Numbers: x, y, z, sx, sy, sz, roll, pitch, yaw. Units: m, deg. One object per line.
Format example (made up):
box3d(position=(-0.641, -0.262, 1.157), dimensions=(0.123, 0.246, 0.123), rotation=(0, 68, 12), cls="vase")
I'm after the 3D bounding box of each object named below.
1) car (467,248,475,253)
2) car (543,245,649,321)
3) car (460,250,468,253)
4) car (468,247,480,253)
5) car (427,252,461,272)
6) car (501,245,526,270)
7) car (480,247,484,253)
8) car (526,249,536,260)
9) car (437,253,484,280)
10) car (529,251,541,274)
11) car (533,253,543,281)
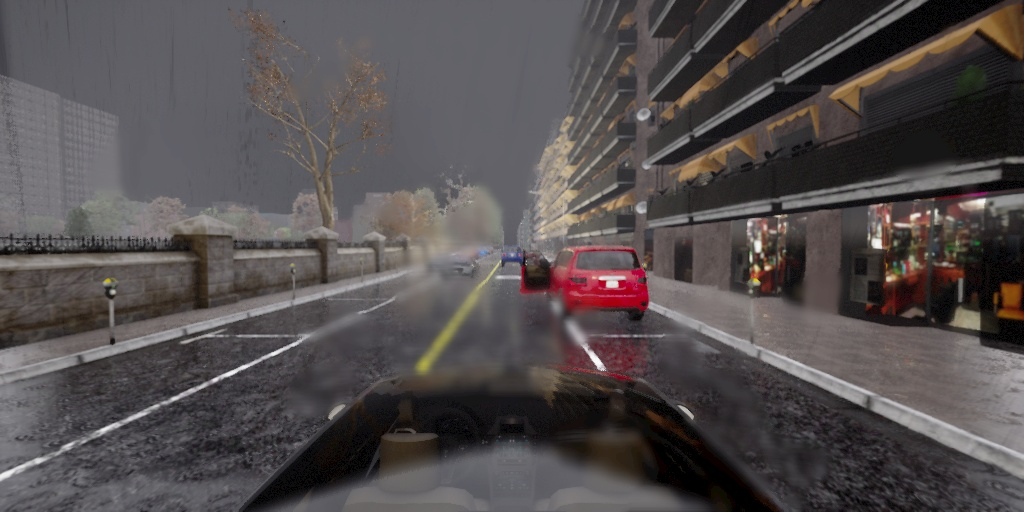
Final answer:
box3d(position=(-5.687, 0.150, 40.573), dimensions=(1.888, 1.381, 4.507), rotation=(0, 0, 0), cls="car")
box3d(position=(2.395, 0.689, 11.253), dimensions=(2.150, 2.045, 5.566), rotation=(0, 2, 0), cls="car")
box3d(position=(-5.688, 0.351, 34.947), dimensions=(1.802, 1.307, 4.207), rotation=(0, 0, 0), cls="car")
box3d(position=(-5.686, -0.114, 46.198), dimensions=(1.967, 1.591, 4.097), rotation=(0, 0, 0), cls="car")
box3d(position=(-5.687, 0.501, 29.319), dimensions=(1.948, 1.339, 4.313), rotation=(0, 0, 0), cls="car")
box3d(position=(0.054, -0.052, 36.412), dimensions=(2.150, 2.045, 5.566), rotation=(0, 2, 0), cls="car")
box3d(position=(-5.686, -0.397, 51.827), dimensions=(2.192, 1.841, 5.009), rotation=(0, 0, 0), cls="car")
box3d(position=(2.695, -0.130, 51.826), dimensions=(1.802, 1.307, 4.207), rotation=(0, 0, 0), cls="car")
box3d(position=(-3.098, 0.706, 22.304), dimensions=(1.994, 1.385, 4.181), rotation=(0, 2, 0), cls="car")
box3d(position=(2.693, 0.480, 29.318), dimensions=(1.888, 1.381, 4.507), rotation=(0, 0, 0), cls="car")
box3d(position=(2.692, 0.652, 23.690), dimensions=(2.007, 1.370, 4.403), rotation=(0, 0, 0), cls="car")
